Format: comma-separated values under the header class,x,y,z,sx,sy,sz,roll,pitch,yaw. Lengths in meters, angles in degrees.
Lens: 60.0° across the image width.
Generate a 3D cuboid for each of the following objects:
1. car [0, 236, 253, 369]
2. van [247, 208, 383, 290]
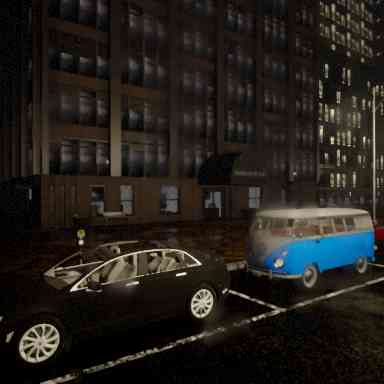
class,x,y,z,sx,sy,sz,roll,pitch,yaw
car,-1.309,1.551,5.625,4.403,1.369,2.008,0,0,-35
van,3.190,1.341,8.827,3.998,1.788,1.690,0,0,-35
